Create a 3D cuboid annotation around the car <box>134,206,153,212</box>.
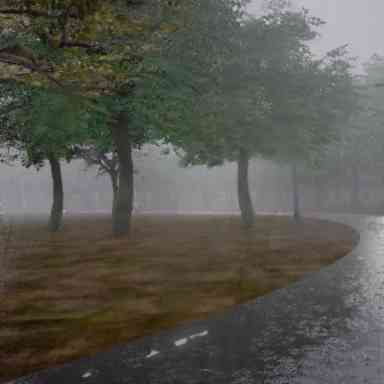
[{"bbox_3d":[-11.726,4.043,80.085,4.892,1.490,1.837,-1,1,29],"label":"car"}]
